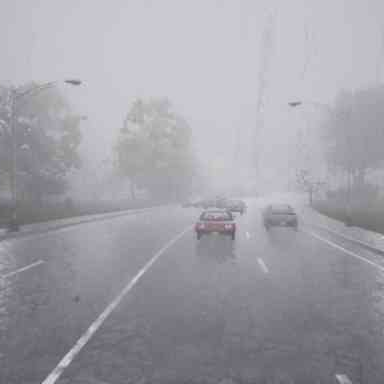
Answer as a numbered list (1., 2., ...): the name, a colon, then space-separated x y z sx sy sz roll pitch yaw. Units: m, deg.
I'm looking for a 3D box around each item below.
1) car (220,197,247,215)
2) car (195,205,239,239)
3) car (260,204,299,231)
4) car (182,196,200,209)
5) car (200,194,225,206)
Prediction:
1. car: 4.642 1.556 34.867 2.033 1.411 5.357 0 0 14
2. car: 1.325 1.601 17.292 1.895 1.301 4.718 0 0 7
3. car: 5.354 1.506 20.627 2.128 1.511 4.902 0 0 9
4. car: 0.149 1.333 45.417 2.097 1.767 4.553 0 0 17
5. car: 3.074 1.222 42.998 2.150 2.045 5.566 0 0 17
